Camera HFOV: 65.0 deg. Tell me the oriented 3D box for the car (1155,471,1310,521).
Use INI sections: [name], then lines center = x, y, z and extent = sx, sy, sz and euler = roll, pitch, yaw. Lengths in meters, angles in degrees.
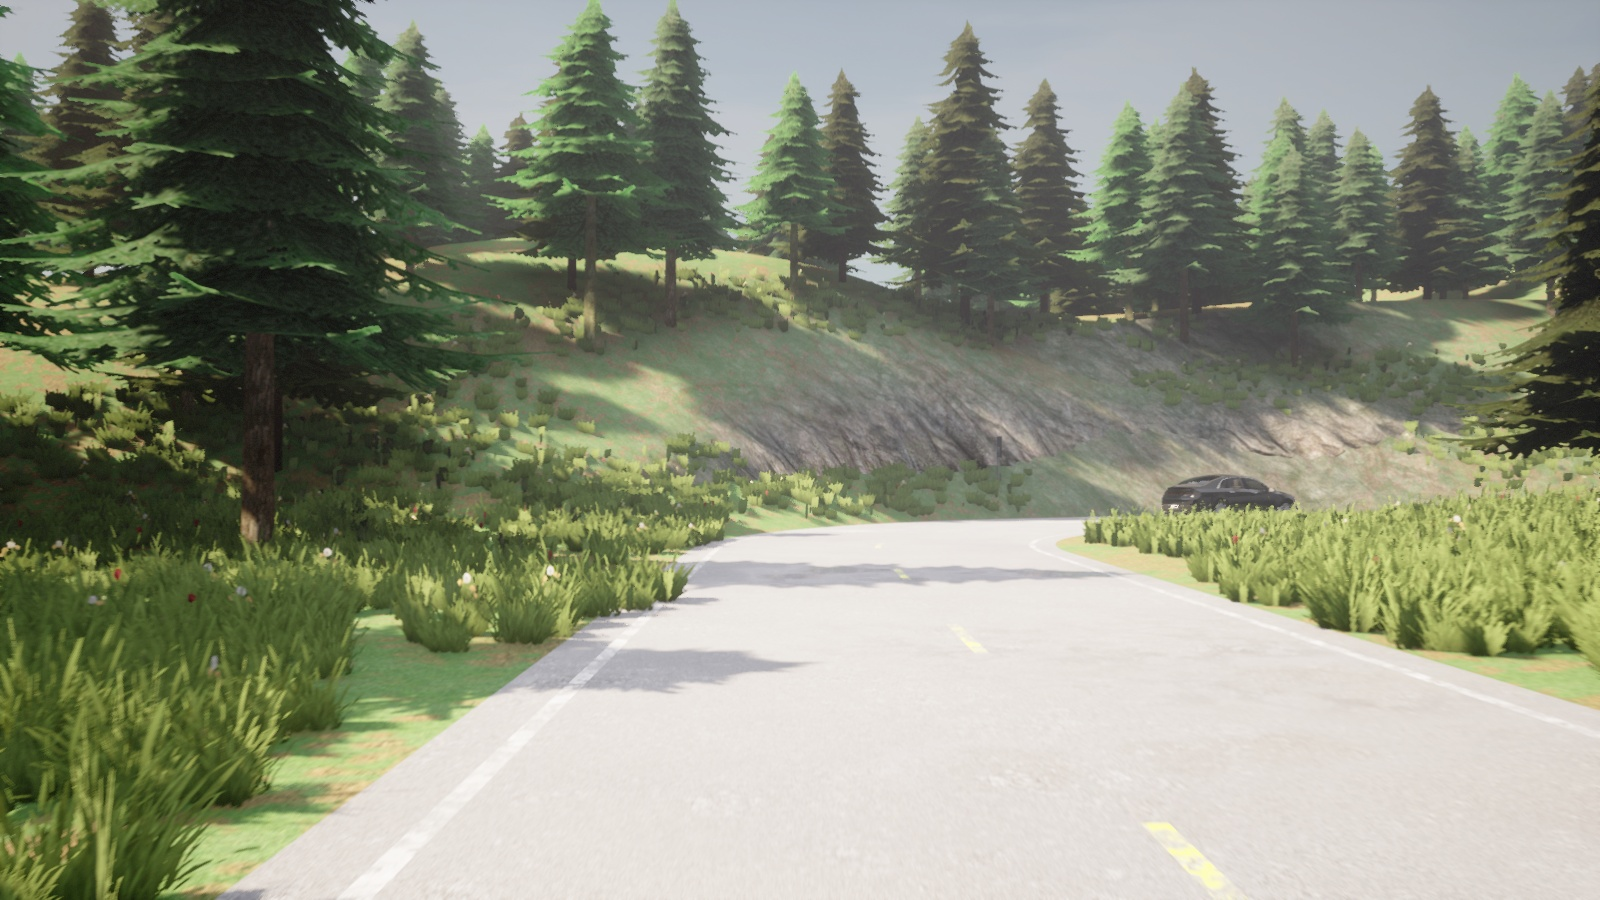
[car]
center = 13.759, 1.440, 39.859
extent = 4.892, 1.490, 1.837
euler = 1, -2, -29
